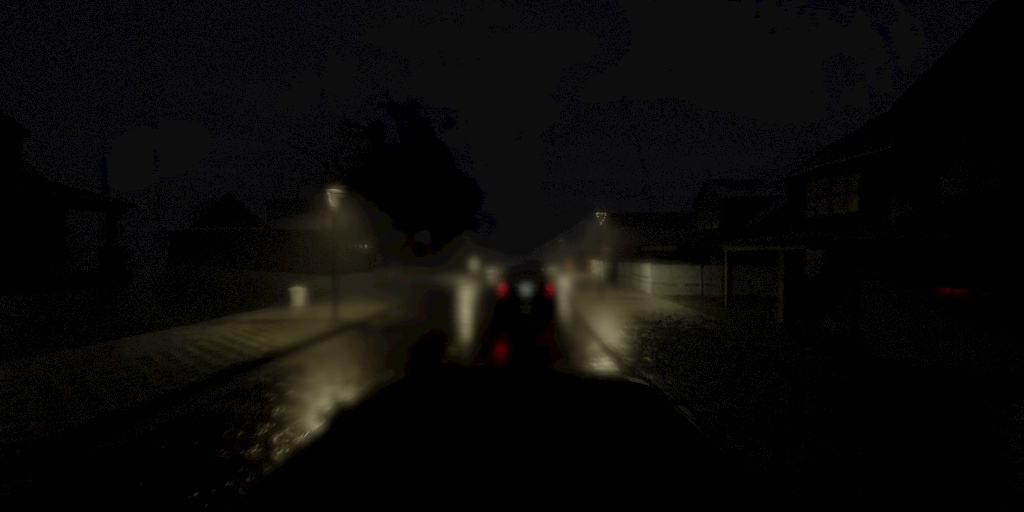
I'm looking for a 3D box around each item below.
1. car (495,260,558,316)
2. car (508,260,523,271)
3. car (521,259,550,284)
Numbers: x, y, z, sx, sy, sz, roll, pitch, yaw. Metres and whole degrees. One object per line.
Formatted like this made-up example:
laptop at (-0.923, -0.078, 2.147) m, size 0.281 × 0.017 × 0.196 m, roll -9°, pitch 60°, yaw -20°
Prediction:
car at (0.623, 1.121, 13.674) m, size 2.097 × 1.767 × 4.553 m, roll 0°, pitch 0°, yaw 4°
car at (0.568, 1.344, 53.982) m, size 2.128 × 1.511 × 4.902 m, roll 0°, pitch 0°, yaw 2°
car at (1.949, 1.165, 28.590) m, size 2.097 × 1.767 × 4.553 m, roll 0°, pitch 0°, yaw 6°
